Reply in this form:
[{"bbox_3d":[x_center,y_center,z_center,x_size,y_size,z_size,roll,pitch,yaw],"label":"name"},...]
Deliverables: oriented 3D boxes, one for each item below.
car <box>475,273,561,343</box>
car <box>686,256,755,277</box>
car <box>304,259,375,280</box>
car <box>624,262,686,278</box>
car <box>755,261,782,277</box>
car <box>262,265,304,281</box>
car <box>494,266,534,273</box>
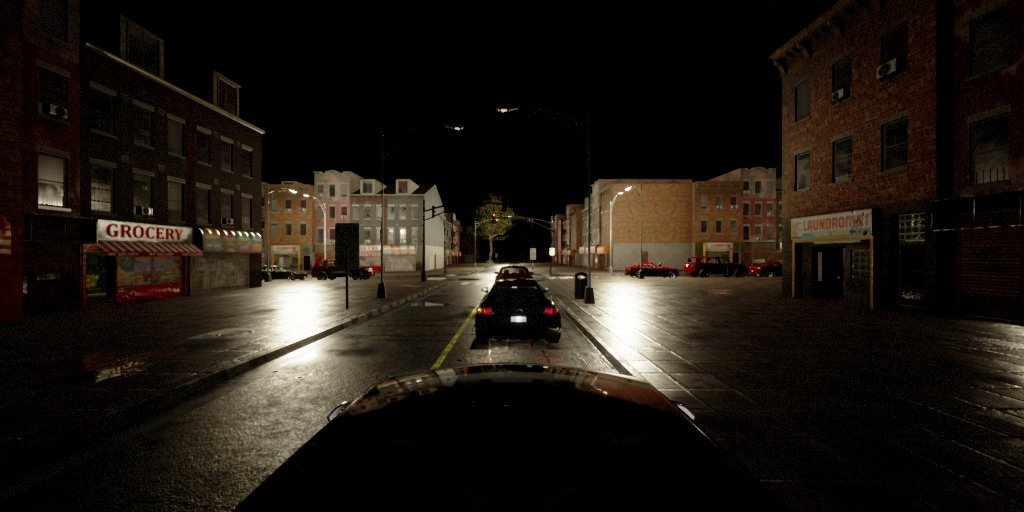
[{"bbox_3d":[0.110,1.316,9.648,1.994,1.385,4.181,0,0,-1],"label":"car"},{"bbox_3d":[17.391,0.948,30.731,5.009,1.841,2.192,0,0,0],"label":"car"},{"bbox_3d":[-14.451,1.180,30.685,5.009,1.841,2.192,0,0,0],"label":"car"},{"bbox_3d":[11.957,1.217,30.723,4.507,1.381,1.888,0,0,0],"label":"car"},{"bbox_3d":[22.825,1.141,30.739,4.507,1.381,1.888,0,0,0],"label":"car"},{"bbox_3d":[-19.877,1.473,30.677,4.313,1.339,1.948,0,0,0],"label":"car"},{"bbox_3d":[0.106,1.236,18.612,1.882,1.535,5.008,0,0,0],"label":"car"}]
